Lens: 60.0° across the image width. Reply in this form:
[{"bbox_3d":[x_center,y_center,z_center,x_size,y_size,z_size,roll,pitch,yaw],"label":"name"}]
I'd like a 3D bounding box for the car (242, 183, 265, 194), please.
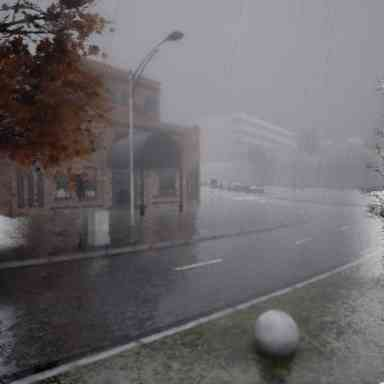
[{"bbox_3d":[12.979,-0.405,67.521,2.097,1.535,5.008,6,5,40],"label":"car"}]

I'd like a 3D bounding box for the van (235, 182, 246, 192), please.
[{"bbox_3d":[11.562,-0.884,70.181,1.878,1.987,4.442,6,5,40],"label":"van"}]

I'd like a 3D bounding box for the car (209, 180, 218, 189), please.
[{"bbox_3d":[6.947,-1.537,77.823,2.185,1.767,4.553,6,5,40],"label":"car"}]

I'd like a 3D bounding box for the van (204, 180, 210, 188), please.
[{"bbox_3d":[5.535,-1.893,80.515,1.878,1.987,4.442,6,5,40],"label":"van"}]

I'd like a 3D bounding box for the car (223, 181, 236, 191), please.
[{"bbox_3d":[9.971,-1.157,72.644,2.435,2.045,5.566,6,5,40],"label":"car"}]

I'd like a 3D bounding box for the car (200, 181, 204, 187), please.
[{"bbox_3d":[2.423,-2.168,85.604,2.231,1.521,4.892,6,5,39],"label":"car"}]

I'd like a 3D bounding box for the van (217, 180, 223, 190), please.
[{"bbox_3d":[8.409,-1.382,75.161,1.878,1.987,4.442,6,5,40],"label":"van"}]
